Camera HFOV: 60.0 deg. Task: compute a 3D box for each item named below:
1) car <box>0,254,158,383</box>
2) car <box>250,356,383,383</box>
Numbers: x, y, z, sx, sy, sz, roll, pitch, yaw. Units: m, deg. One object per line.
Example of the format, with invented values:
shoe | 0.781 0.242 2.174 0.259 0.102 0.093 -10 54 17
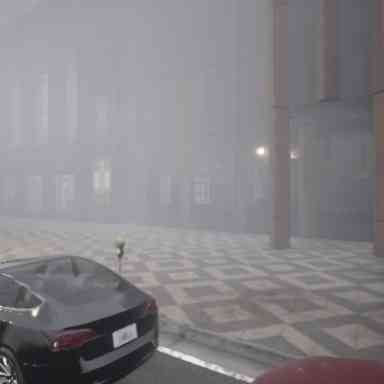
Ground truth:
car | -2.413 1.597 4.807 4.313 1.339 1.947 0 0 36
car | 2.172 1.576 1.527 4.206 1.307 1.802 0 0 36
